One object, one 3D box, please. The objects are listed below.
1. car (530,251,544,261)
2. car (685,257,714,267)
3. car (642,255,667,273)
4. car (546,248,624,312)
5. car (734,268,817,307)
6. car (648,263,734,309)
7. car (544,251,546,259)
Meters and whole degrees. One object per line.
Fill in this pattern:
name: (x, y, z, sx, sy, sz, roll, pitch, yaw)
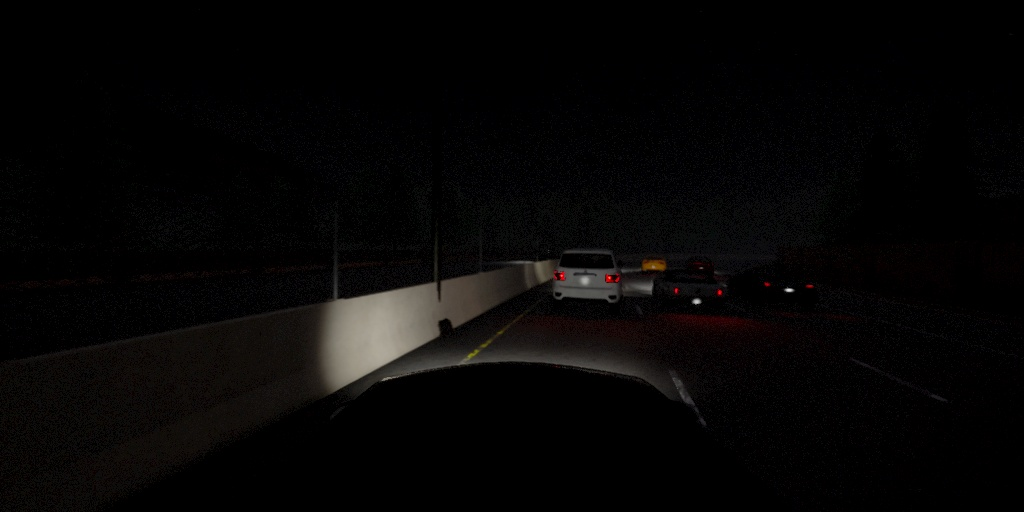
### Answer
car: (4.463, -0.027, 53.843, 2.128, 1.511, 4.902, 2, 2, 33)
car: (15.804, 0.780, 30.317, 1.882, 1.535, 5.008, 2, 2, 23)
car: (12.390, 0.693, 31.206, 1.882, 1.535, 5.008, 2, 2, 23)
car: (2.852, 0.727, 13.193, 2.150, 2.045, 5.566, 1, 2, 15)
car: (10.545, 1.169, 14.880, 1.994, 1.385, 4.181, 1, 2, 15)
car: (6.663, 1.158, 13.936, 1.895, 1.301, 4.718, 1, 2, 15)
car: (6.737, 0.123, 50.916, 1.812, 1.442, 4.674, 2, 2, 33)
